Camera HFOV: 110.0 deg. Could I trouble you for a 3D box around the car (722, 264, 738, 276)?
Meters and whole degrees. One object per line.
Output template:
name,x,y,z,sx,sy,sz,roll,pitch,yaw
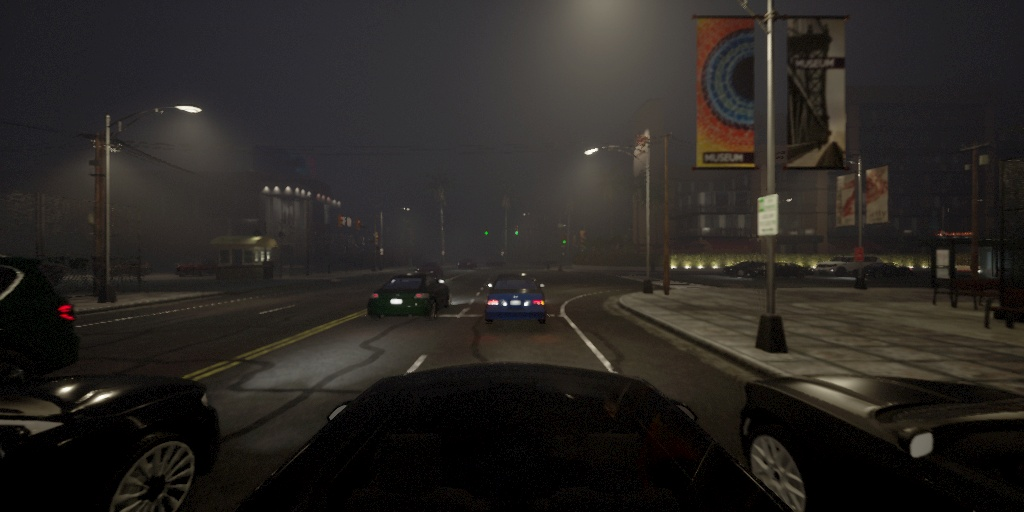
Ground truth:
car,23.411,1.230,35.310,4.892,1.490,1.837,0,0,0

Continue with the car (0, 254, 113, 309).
car,-7.099,0.971,2.599,2.150,2.045,5.566,0,0,0

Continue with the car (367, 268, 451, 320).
car,-3.404,1.306,12.548,1.994,1.385,4.181,0,0,0

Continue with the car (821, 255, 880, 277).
car,33.258,0.946,35.383,5.566,2.045,2.150,0,0,0

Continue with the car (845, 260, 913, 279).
car,32.825,1.291,31.883,4.181,1.385,1.994,0,0,-1

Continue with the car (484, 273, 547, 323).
car,0.138,1.290,12.058,2.033,1.411,5.357,0,0,1

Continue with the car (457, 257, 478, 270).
car,-6.391,1.064,51.751,2.097,1.767,4.553,0,0,10

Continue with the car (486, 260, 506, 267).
car,-2.824,1.304,64.193,1.895,1.301,4.718,0,0,26

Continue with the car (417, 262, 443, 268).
car,-7.080,1.254,30.779,1.812,1.442,4.674,0,0,0

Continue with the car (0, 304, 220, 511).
car,-3.402,1.241,1.048,2.128,1.511,4.902,0,0,0

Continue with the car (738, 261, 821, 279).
car,23.630,1.275,31.813,5.357,1.411,2.033,0,0,-1
